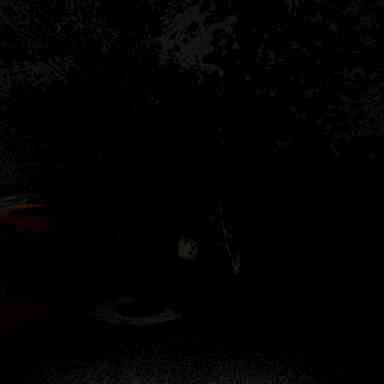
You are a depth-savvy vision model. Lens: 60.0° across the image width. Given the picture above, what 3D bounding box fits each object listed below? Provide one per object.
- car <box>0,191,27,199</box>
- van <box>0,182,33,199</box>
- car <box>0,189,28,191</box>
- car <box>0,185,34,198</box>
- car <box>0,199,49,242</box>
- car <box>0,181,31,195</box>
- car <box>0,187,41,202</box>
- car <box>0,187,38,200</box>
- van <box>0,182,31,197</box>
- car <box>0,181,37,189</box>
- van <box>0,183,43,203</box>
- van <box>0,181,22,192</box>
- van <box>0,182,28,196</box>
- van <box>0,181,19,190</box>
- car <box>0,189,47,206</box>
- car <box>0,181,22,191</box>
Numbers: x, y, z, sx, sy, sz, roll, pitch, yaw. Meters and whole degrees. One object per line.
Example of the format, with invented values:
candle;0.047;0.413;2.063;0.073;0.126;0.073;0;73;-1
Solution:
car;-8.316;1.046;17.679;4.553;1.767;2.185;1;2;-30
van;-22.335;-0.195;41.366;4.442;1.987;1.878;1;2;-31
car;-12.637;0.816;24.632;5.366;1.575;1.946;1;2;-30
car;-23.651;-0.065;43.832;5.008;1.535;2.097;1;1;-30
car;-6.953;1.289;15.274;5.008;1.535;2.097;1;2;-30
car;-27.866;-0.599;50.977;5.566;2.045;2.435;1;1;-30
car;-19.504;0.264;36.792;4.792;1.488;2.163;1;2;-30
car;-20.836;0.162;39.068;4.792;1.488;2.163;1;2;-30
van;-24.946;-0.383;46.272;4.442;1.987;1.878;1;1;-30
car;-15.238;0.335;29.510;5.566;2.045;2.435;1;2;-30
van;-18.021;0.122;34.439;4.442;1.987;1.878;1;2;-30
van;-34.798;-1.046;63.107;4.442;1.987;1.878;1;1;-30
van;-26.546;-0.481;48.544;4.442;1.987;1.878;1;1;-30
van;-40.392;-1.423;72.665;4.442;1.987;1.878;1;1;-30
car;-16.695;0.496;31.877;4.792;1.488;2.163;1;2;-30
car;-39.117;-1.357;70.201;5.566;2.045;2.435;1;1;-30
